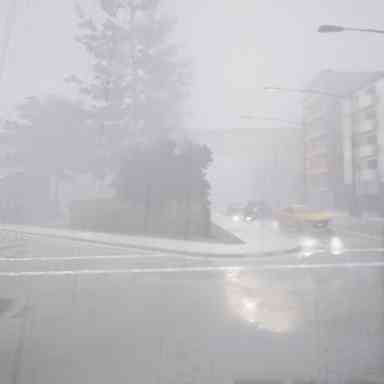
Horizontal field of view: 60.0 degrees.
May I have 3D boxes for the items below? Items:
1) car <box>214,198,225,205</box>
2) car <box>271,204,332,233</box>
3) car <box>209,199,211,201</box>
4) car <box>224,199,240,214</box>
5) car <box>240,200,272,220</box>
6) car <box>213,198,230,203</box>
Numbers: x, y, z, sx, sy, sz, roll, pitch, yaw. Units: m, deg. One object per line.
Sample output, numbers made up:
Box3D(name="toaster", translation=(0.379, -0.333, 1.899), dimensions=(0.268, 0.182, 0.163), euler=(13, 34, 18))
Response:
Box3D(name="car", translation=(7.039, 2.181, 79.486), dimensions=(2.038, 1.542, 4.974), euler=(-1, -1, -24))
Box3D(name="car", translation=(6.763, 1.546, 20.451), dimensions=(1.882, 1.535, 5.008), euler=(-1, -1, -4))
Box3D(name="car", translation=(2.869, 2.282, 79.521), dimensions=(2.038, 1.542, 4.974), euler=(-2, -1, 21))
Box3D(name="car", translation=(5.498, 1.924, 40.267), dimensions=(1.895, 1.301, 4.718), euler=(-1, -1, -3))
Box3D(name="car", translation=(6.120, 1.547, 30.316), dimensions=(2.097, 1.767, 4.553), euler=(-1, -1, -4))
Box3D(name="car", translation=(7.014, 2.024, 79.535), dimensions=(1.853, 1.218, 4.536), euler=(-1, -1, -24))
